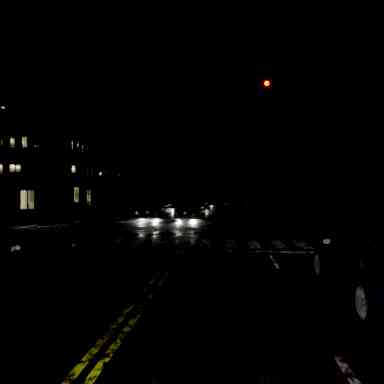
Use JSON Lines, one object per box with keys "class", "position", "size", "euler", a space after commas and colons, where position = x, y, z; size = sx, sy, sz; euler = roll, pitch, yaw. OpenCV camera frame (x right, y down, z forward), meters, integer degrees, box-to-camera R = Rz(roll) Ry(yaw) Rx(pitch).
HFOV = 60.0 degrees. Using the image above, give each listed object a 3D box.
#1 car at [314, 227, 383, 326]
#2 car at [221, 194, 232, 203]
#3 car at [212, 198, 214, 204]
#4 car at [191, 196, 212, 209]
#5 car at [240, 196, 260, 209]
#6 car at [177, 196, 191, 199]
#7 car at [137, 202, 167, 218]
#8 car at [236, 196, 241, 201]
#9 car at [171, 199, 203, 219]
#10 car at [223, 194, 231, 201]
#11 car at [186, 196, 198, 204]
{"class": "car", "position": [3.983, 1.476, 6.969], "size": [1.882, 1.535, 5.008], "euler": [0, 0, 7]}
{"class": "car", "position": [7.170, 1.477, 68.924], "size": [1.837, 1.490, 4.892], "euler": [0, 0, 6]}
{"class": "car", "position": [2.776, 1.504, 58.998], "size": [1.812, 1.442, 4.674], "euler": [0, 1, 7]}
{"class": "car", "position": [1.353, 1.462, 45.761], "size": [1.882, 1.535, 5.008], "euler": [0, 0, 6]}
{"class": "car", "position": [7.906, 1.532, 44.063], "size": [2.033, 1.411, 5.357], "euler": [0, 0, 6]}
{"class": "car", "position": [-1.719, 1.584, 47.621], "size": [1.895, 1.301, 4.718], "euler": [0, 0, 6]}
{"class": "car", "position": [-3.571, 1.556, 30.177], "size": [1.994, 1.385, 4.181], "euler": [0, 0, 6]}
{"class": "car", "position": [11.503, 1.561, 78.975], "size": [1.895, 1.301, 4.718], "euler": [0, 0, 6]}
{"class": "car", "position": [-0.385, 1.556, 29.389], "size": [1.994, 1.385, 4.181], "euler": [0, 0, 6]}
{"class": "car", "position": [8.268, 1.276, 79.284], "size": [1.882, 1.535, 5.008], "euler": [0, 0, 6]}
{"class": "car", "position": [0.031, 1.501, 63.726], "size": [1.812, 1.442, 4.674], "euler": [0, 0, 7]}
